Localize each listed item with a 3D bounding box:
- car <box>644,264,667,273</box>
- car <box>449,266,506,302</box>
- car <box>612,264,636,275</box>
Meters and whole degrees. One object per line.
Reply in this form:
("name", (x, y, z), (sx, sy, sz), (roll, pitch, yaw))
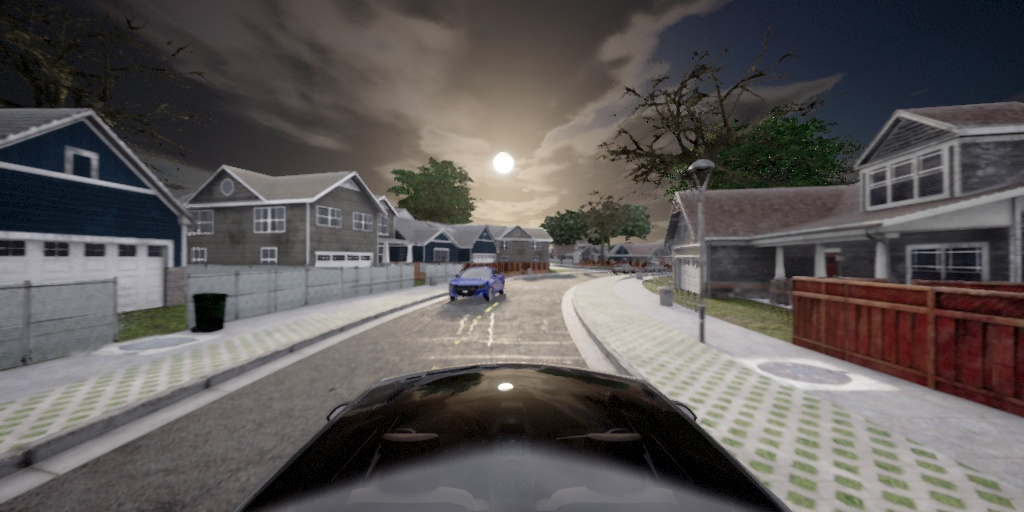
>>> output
("car", (23.361, 2.010, 58.184), (4.902, 1.511, 2.128), (1, -1, -39))
("car", (-1.581, 1.276, 17.714), (1.882, 1.535, 5.008), (0, -1, 10))
("car", (15.572, 1.807, 49.777), (2.128, 1.511, 4.902), (0, -1, 40))
